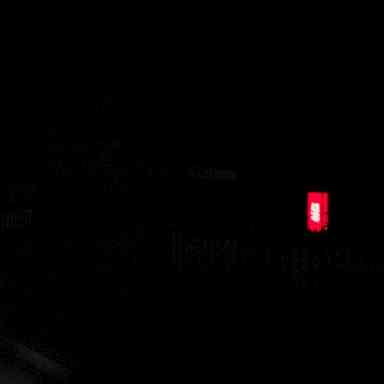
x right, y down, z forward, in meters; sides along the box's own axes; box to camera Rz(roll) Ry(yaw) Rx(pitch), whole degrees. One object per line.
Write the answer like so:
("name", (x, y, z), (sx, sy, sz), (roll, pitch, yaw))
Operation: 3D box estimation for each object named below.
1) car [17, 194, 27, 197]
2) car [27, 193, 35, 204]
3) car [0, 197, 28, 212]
("car", (-37.505, 1.297, 73.973), (4.514, 1.523, 2.007), (0, 0, 36))
("car", (-26.237, 1.097, 57.964), (4.605, 1.855, 1.932), (0, 0, 36))
("car", (-20.622, 1.548, 36.119), (1.994, 1.385, 4.181), (0, 0, 36))
